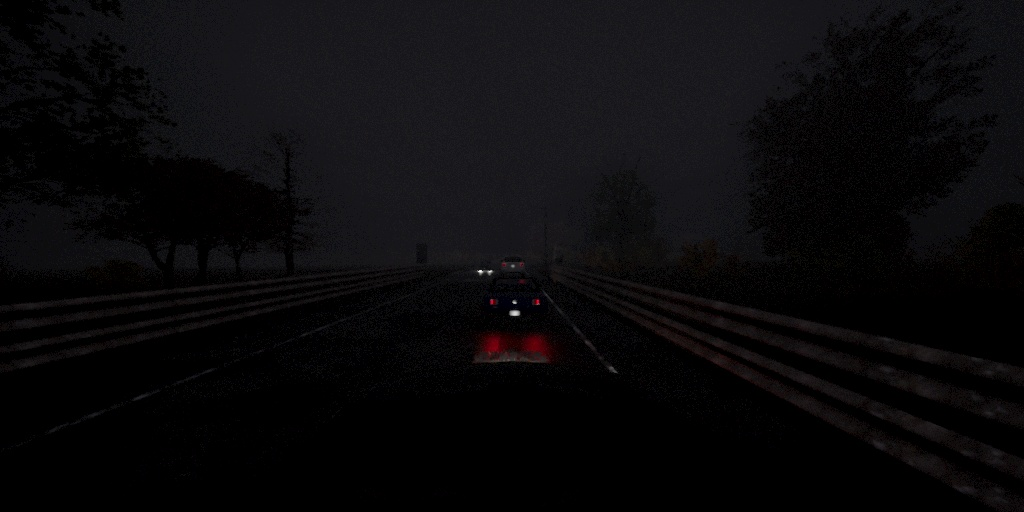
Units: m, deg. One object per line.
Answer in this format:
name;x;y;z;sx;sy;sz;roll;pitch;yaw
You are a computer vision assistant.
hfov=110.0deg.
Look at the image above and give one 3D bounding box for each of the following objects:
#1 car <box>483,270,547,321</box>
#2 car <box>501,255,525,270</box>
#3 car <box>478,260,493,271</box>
car;0.086;1.346;12.476;1.895;1.301;4.718;0;0;0
car;0.090;0.958;34.755;2.150;2.045;5.566;0;0;0
car;-3.597;1.277;49.913;2.033;1.411;5.357;0;0;0
